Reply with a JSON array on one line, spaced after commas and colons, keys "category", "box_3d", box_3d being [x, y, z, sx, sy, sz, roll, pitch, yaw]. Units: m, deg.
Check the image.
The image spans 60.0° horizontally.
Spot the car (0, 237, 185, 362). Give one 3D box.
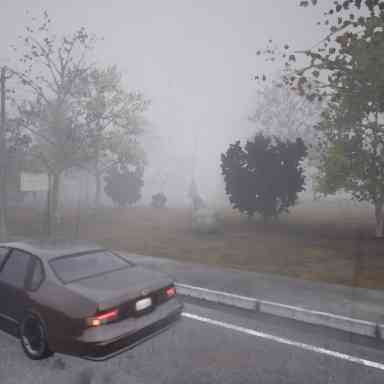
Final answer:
[{"category": "car", "box_3d": [-2.690, 1.546, 5.902, 5.357, 1.411, 2.033, 0, 0, 35]}]
